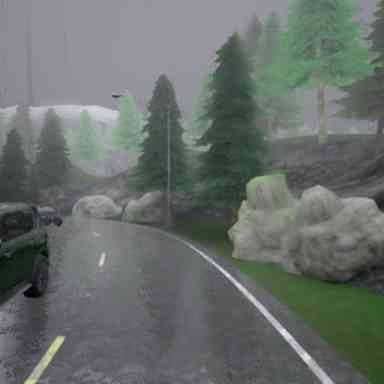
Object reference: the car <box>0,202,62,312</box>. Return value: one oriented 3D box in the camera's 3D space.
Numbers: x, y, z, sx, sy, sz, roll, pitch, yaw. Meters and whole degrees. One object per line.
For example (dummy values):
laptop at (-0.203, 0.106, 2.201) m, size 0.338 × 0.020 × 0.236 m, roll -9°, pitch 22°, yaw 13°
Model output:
car at (-4.165, 1.254, 5.663) m, size 2.150 × 2.045 × 5.566 m, roll 0°, pitch 0°, yaw -6°

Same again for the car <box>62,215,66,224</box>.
car at (-10.588, 1.647, 23.055) m, size 2.033 × 1.411 × 5.357 m, roll 0°, pitch 0°, yaw -41°
